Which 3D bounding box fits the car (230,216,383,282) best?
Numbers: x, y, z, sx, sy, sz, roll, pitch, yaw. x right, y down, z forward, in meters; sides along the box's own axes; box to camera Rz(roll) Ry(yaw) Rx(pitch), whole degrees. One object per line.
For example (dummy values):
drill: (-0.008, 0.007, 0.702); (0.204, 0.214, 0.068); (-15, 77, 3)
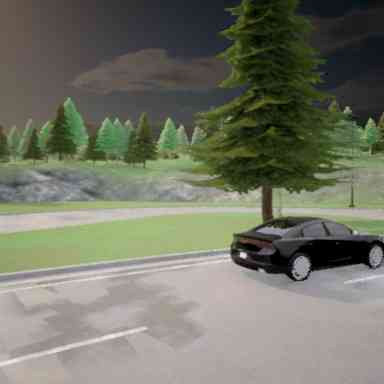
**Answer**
car: (3.469, 1.443, 9.642); (5.008, 1.535, 1.882); (0, 0, -29)
